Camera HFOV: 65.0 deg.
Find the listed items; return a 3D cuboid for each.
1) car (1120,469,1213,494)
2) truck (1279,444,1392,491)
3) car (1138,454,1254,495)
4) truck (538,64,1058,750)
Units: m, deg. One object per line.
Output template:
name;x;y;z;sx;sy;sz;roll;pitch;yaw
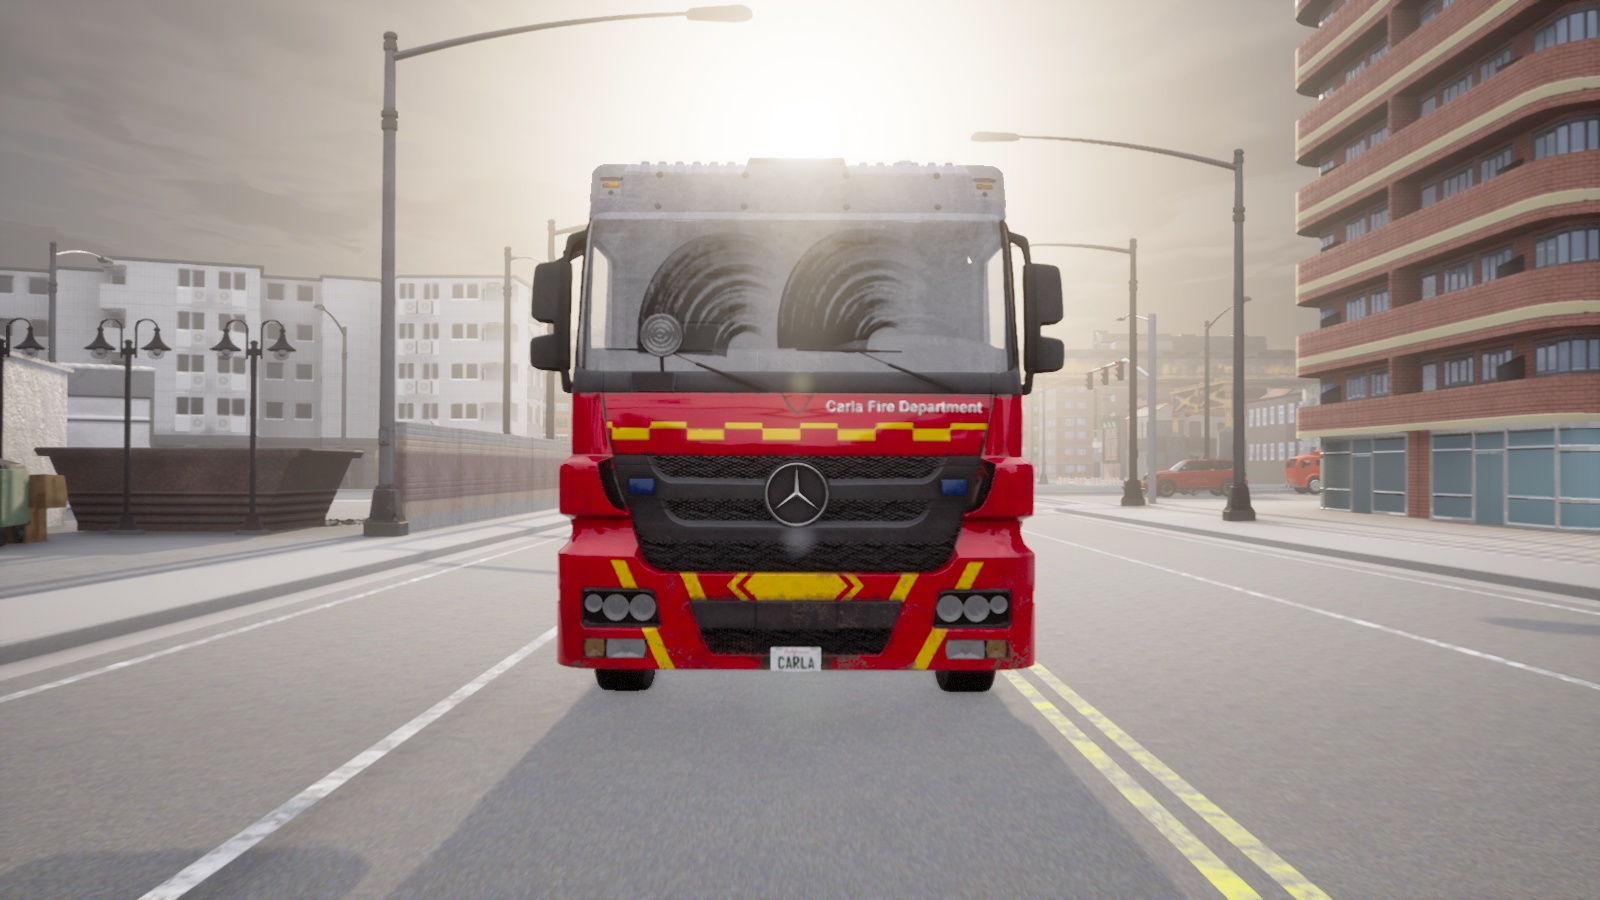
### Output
car;20.718;1.761;71.160;4.718;1.301;1.895;-1;-1;1
truck;30.222;0.993;71.004;5.204;2.467;2.627;-1;-1;1
car;21.270;1.313;67.644;5.566;2.045;2.150;-1;-1;1
truck;-0.028;-0.185;11.251;2.891;3.827;8.468;0;-1;0
